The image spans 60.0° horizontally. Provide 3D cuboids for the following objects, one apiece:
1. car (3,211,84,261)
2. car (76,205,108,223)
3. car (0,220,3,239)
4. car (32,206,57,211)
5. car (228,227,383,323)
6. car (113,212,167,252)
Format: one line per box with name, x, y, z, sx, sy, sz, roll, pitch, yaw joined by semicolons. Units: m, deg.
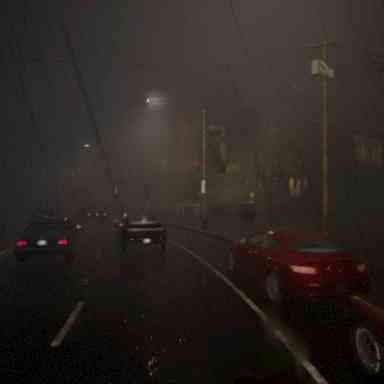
car;-5.486;1.694;13.027;2.033;1.411;5.357;0;-1;-16
car;-8.821;1.862;28.792;2.033;1.411;5.357;0;-1;-30
car;-10.168;1.749;15.742;1.994;1.385;4.181;0;-1;-20
car;-12.324;1.878;27.885;1.994;1.385;4.181;0;-1;-29
car;2.311;1.601;8.315;2.002;1.452;4.674;0;-1;-10
car;-2.413;1.651;14.864;2.128;1.511;4.902;0;0;-17
